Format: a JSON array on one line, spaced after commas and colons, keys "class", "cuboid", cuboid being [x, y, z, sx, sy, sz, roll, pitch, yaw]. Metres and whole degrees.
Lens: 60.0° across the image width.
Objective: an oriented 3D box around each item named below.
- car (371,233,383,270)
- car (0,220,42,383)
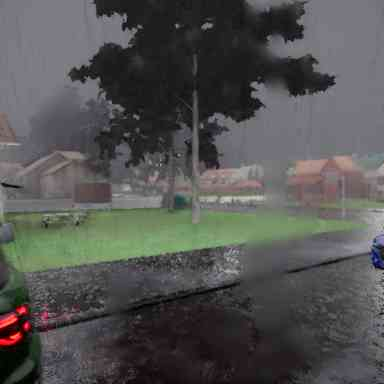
[{"class": "car", "cuboid": [7.076, 1.377, 9.530, 5.008, 1.535, 1.882, 0, 0, -35]}, {"class": "car", "cuboid": [-3.877, 1.241, 1.830, 5.566, 2.045, 2.150, -1, 0, -35]}]
